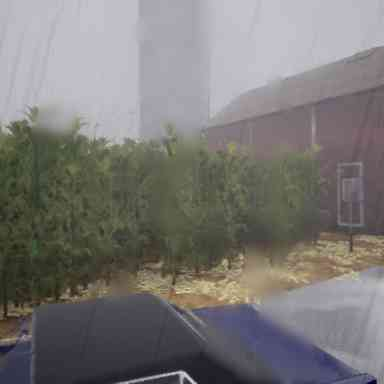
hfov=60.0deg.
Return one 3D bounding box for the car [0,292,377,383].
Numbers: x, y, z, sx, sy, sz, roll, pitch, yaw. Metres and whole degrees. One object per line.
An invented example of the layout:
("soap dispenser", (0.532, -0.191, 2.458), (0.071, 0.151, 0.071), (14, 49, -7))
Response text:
("car", (-1.004, 1.647, 2.450), (4.718, 1.301, 1.895), (-1, 2, -25))
